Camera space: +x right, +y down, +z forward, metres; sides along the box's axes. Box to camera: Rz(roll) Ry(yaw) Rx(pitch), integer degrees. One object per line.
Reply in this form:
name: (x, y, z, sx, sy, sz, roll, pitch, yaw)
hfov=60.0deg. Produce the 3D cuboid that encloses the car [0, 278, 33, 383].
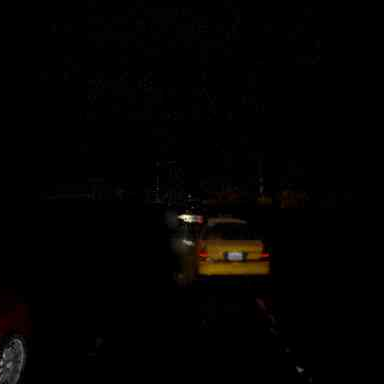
car: (-2.850, 1.509, 2.318, 1.812, 1.442, 4.674, 0, 0, 0)

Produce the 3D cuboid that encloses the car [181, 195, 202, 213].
car: (0.062, 1.296, 33.960, 1.812, 1.442, 4.674, 0, 0, 0)

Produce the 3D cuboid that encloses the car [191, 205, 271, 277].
car: (0.964, 1.387, 9.967, 1.801, 1.575, 5.366, 0, 0, 0)

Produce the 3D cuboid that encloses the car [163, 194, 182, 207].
car: (-2.835, 1.245, 44.685, 2.033, 1.411, 5.357, 0, 0, 0)
